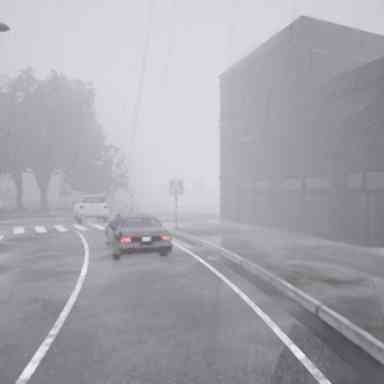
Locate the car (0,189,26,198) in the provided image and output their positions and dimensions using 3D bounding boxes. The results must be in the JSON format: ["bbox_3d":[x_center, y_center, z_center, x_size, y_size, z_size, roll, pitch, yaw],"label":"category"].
[{"bbox_3d":[-43.100,0.716,80.966,2.097,1.535,5.008,5,3,29],"label":"car"}]

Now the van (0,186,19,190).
[{"bbox_3d":[-44.972,0.279,83.335,1.878,1.987,4.442,4,3,29],"label":"van"}]

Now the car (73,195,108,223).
[{"bbox_3d":[-7.834,1.240,25.637,2.150,2.045,5.566,0,-1,-23],"label":"car"}]

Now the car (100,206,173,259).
[{"bbox_3d":[-2.145,1.464,12.365,2.033,1.411,5.357,0,0,-18],"label":"car"}]
